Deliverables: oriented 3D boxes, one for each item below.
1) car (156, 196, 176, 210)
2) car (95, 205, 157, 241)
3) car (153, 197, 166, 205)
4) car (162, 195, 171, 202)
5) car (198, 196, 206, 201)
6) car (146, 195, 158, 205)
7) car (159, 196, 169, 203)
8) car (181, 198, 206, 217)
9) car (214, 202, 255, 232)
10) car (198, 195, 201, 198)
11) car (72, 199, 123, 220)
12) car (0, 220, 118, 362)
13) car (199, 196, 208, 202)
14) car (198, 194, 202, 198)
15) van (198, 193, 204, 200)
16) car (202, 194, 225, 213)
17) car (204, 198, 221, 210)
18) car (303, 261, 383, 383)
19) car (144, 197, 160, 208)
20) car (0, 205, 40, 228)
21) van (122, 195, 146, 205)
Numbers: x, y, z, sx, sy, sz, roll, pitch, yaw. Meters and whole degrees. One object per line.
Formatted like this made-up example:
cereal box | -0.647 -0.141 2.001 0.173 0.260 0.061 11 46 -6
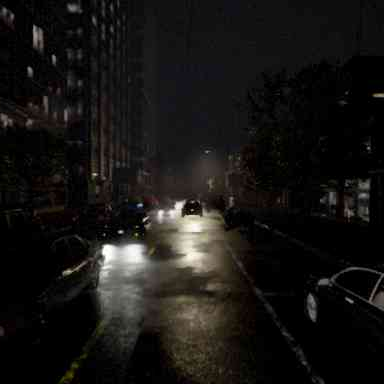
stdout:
car | -3.087 1.599 42.821 1.895 1.301 4.718 0 0 0
car | -3.109 1.565 16.600 1.994 1.385 4.181 0 0 1
car | -5.807 1.542 59.571 1.887 1.381 4.507 -1 0 0
car | -5.837 1.521 76.005 1.752 1.417 4.829 -1 0 0
car | 2.534 1.573 81.713 1.802 1.307 4.206 -1 0 0
car | -5.780 1.314 42.966 2.192 1.841 5.009 -1 0 0
car | -5.827 1.522 70.471 1.752 1.417 4.829 -1 0 0
car | 0.026 1.563 31.414 1.994 1.385 4.181 0 0 0
car | 2.656 1.549 20.098 2.008 1.369 4.403 -1 0 0
car | -0.004 1.522 45.530 1.812 1.442 4.674 0 0 0
car | -5.750 1.442 20.100 1.967 1.590 4.097 -1 0 0
car | -3.112 1.549 6.395 2.033 1.411 5.357 0 0 0
car | 2.544 1.558 76.179 1.947 1.339 4.313 -1 0 0
car | 2.560 1.308 65.110 2.192 1.841 5.009 -1 0 0
van | 2.511 1.331 92.782 1.690 1.788 3.998 -1 0 0
car | 2.609 1.312 37.437 2.192 1.841 5.009 -1 0 0
car | 2.603 1.521 43.142 1.752 1.417 4.829 -1 0 0
car | 2.802 1.550 4.230 2.008 1.369 4.403 -1 0 0
car | -5.787 1.524 48.332 1.752 1.417 4.829 -1 0 0
car | -5.822 1.317 9.030 2.192 1.841 5.009 -1 0 0
van | -5.760 1.342 31.897 1.690 1.788 3.998 -1 0 0
